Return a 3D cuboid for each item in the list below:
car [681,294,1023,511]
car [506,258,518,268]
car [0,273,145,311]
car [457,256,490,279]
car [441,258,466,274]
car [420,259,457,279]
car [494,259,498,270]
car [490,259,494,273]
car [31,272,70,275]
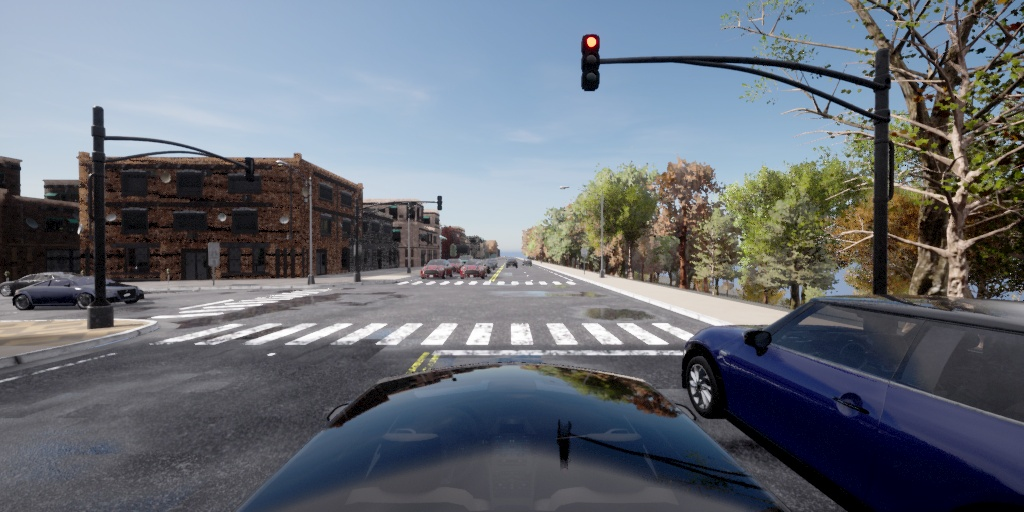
[{"bbox_3d":[3.350,1.102,3.041,2.097,1.767,4.553,0,0,0],"label":"car"},{"bbox_3d":[-0.023,1.243,61.391,1.837,1.490,4.892,0,-2,0],"label":"car"},{"bbox_3d":[-19.350,1.604,16.127,4.181,1.385,1.994,-1,1,-1],"label":"car"},{"bbox_3d":[-3.380,1.098,32.234,2.097,1.767,4.553,0,0,0],"label":"car"},{"bbox_3d":[-6.657,1.097,41.052,2.097,1.767,4.553,0,0,0],"label":"car"},{"bbox_3d":[-6.694,1.098,32.249,2.097,1.767,4.553,0,0,2],"label":"car"},{"bbox_3d":[-3.428,1.309,51.330,1.994,1.385,4.181,0,0,1],"label":"car"},{"bbox_3d":[-3.408,1.223,41.332,1.882,1.535,5.008,0,0,0],"label":"car"},{"bbox_3d":[-28.331,1.671,21.867,4.403,1.370,2.007,0,0,-1],"label":"car"}]
